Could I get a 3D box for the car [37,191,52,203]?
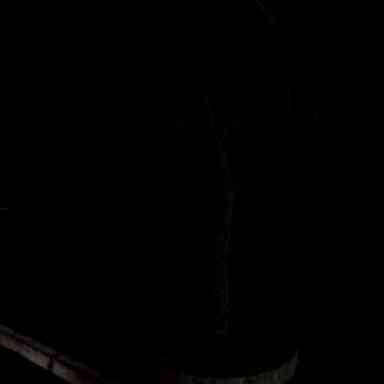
[{"bbox_3d":[-18.878,0.922,42.643,2.150,2.045,5.566,1,0,32],"label":"car"}]
